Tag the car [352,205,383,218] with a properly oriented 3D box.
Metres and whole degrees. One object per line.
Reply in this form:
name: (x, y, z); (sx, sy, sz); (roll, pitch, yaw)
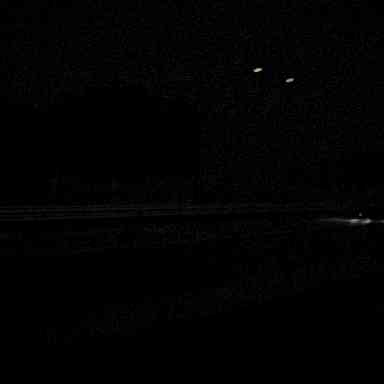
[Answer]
car: (18.588, 1.997, 34.456); (4.718, 1.301, 1.895); (1, -1, -35)
